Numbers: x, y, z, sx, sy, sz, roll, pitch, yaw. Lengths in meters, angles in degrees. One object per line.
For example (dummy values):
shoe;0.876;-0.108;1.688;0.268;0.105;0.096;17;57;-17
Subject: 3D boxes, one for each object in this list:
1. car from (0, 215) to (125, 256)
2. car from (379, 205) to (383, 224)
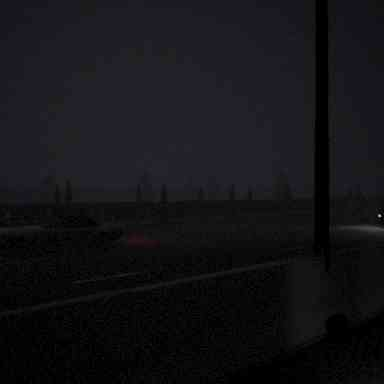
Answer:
car;-5.222;1.598;13.167;4.718;1.301;1.895;0;0;-36
car;15.561;1.206;23.661;5.566;2.045;2.150;0;0;-35
